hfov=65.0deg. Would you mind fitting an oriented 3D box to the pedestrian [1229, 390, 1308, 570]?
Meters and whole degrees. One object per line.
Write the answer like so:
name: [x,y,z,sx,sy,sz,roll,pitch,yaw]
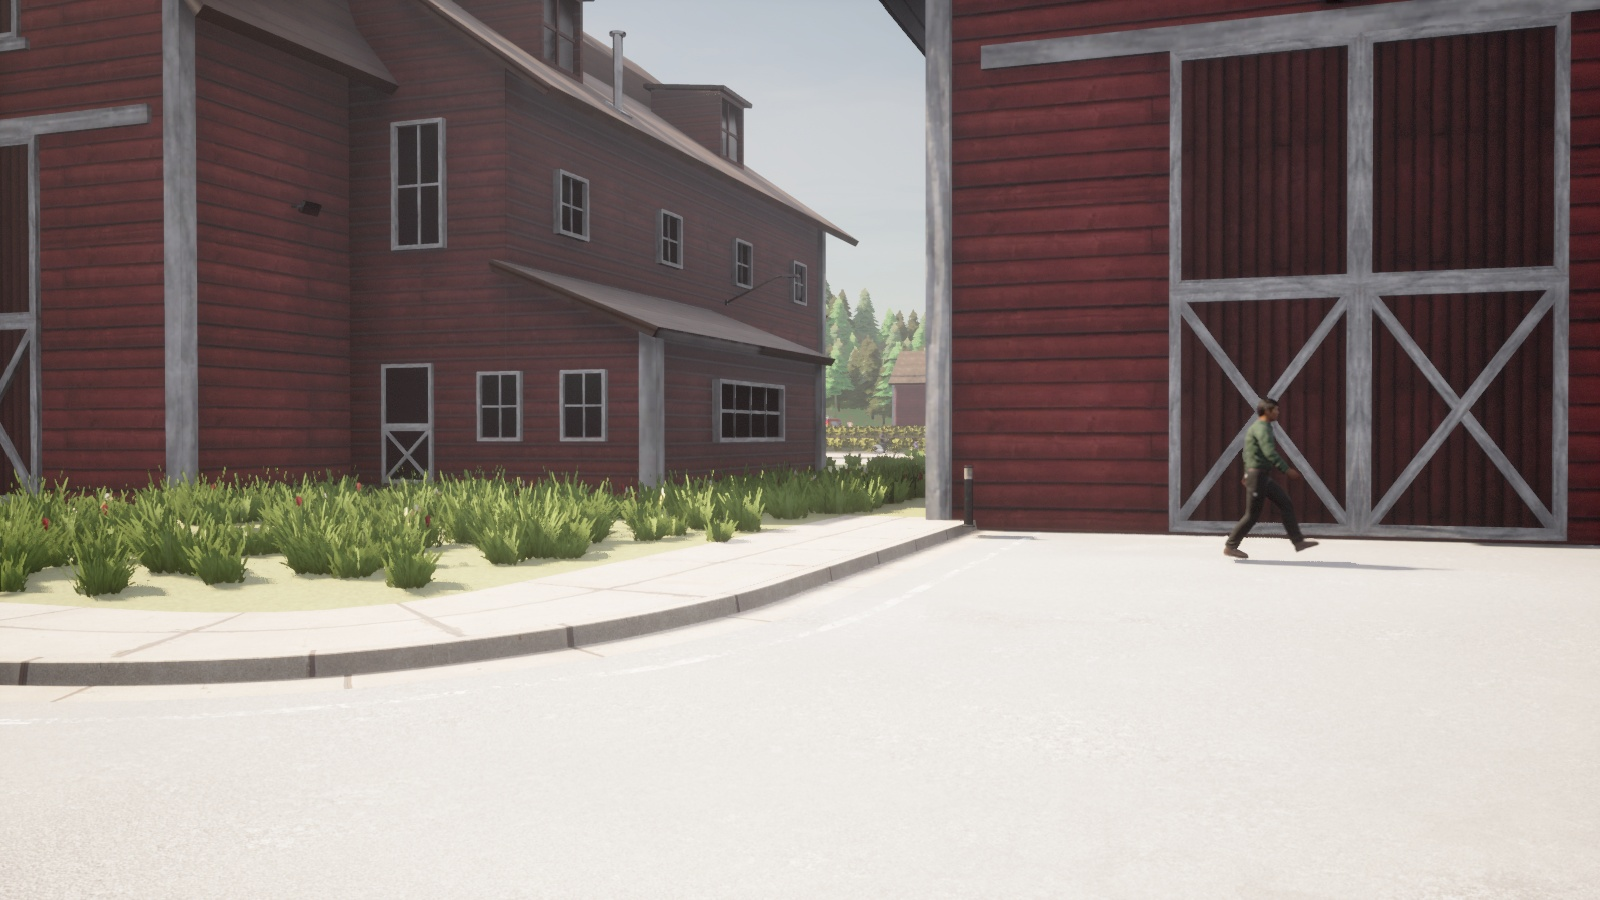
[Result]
pedestrian: [5.185,0.321,13.918,0.788,1.949,0.423,1,1,20]
